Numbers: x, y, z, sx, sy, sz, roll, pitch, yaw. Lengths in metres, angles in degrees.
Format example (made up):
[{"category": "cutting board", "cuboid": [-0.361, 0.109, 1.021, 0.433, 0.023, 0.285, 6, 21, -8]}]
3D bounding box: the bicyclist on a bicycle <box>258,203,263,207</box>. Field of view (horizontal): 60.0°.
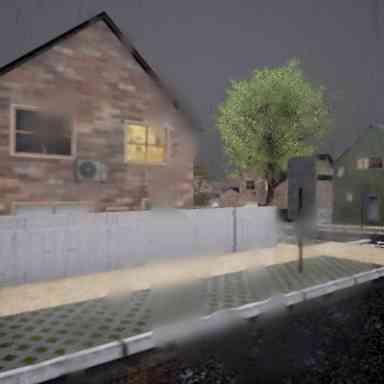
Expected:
[{"category": "bicyclist on a bicycle", "cuboid": [6.100, 1.786, 29.522, 1.656, 1.620, 0.582, -3, 1, -35]}]
